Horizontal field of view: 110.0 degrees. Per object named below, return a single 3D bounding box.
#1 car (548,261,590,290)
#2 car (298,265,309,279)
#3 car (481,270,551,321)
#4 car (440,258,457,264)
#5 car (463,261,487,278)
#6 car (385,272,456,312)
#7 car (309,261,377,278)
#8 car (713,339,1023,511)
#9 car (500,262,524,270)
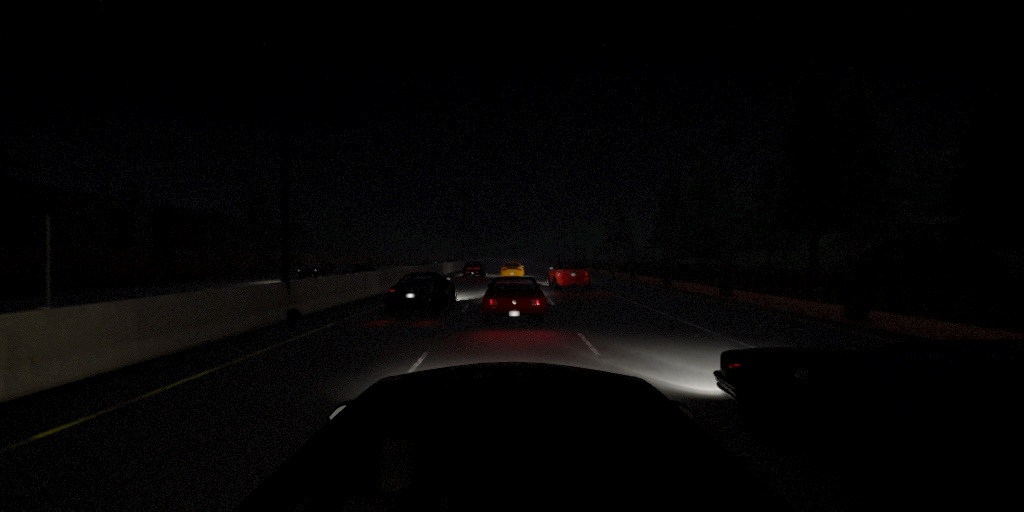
[{"bbox_3d":[3.531,1.093,22.824,2.097,1.767,4.553,0,0,0],"label":"car"},{"bbox_3d":[-17.698,1.243,33.184,1.882,1.535,5.008,0,0,0],"label":"car"},{"bbox_3d":[0.065,1.348,12.417,1.895,1.301,4.718,0,0,0],"label":"car"},{"bbox_3d":[-10.739,1.102,62.766,2.097,1.767,4.553,0,0,0],"label":"car"},{"bbox_3d":[-3.505,1.252,34.040,1.837,1.490,4.892,0,0,0],"label":"car"},{"bbox_3d":[-3.446,1.316,14.148,1.994,1.385,4.181,0,0,0],"label":"car"},{"bbox_3d":[-10.667,1.236,23.213,1.882,1.535,5.008,0,0,0],"label":"car"},{"bbox_3d":[3.570,1.293,2.265,2.033,1.411,5.357,0,0,0],"label":"car"},{"bbox_3d":[0.004,1.221,30.344,1.882,1.535,5.008,0,0,0],"label":"car"}]
